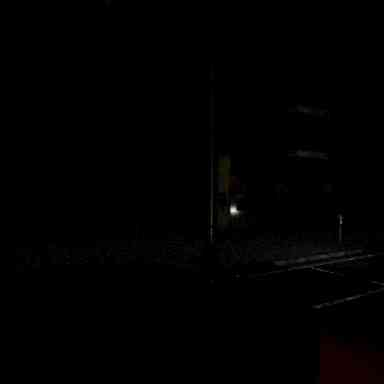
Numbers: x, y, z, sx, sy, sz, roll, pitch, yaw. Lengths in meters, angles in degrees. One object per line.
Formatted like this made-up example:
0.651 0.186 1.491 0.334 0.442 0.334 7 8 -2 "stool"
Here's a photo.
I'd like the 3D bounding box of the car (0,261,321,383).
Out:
-1.149 1.478 3.053 5.008 1.535 1.882 0 0 -25 "car"
